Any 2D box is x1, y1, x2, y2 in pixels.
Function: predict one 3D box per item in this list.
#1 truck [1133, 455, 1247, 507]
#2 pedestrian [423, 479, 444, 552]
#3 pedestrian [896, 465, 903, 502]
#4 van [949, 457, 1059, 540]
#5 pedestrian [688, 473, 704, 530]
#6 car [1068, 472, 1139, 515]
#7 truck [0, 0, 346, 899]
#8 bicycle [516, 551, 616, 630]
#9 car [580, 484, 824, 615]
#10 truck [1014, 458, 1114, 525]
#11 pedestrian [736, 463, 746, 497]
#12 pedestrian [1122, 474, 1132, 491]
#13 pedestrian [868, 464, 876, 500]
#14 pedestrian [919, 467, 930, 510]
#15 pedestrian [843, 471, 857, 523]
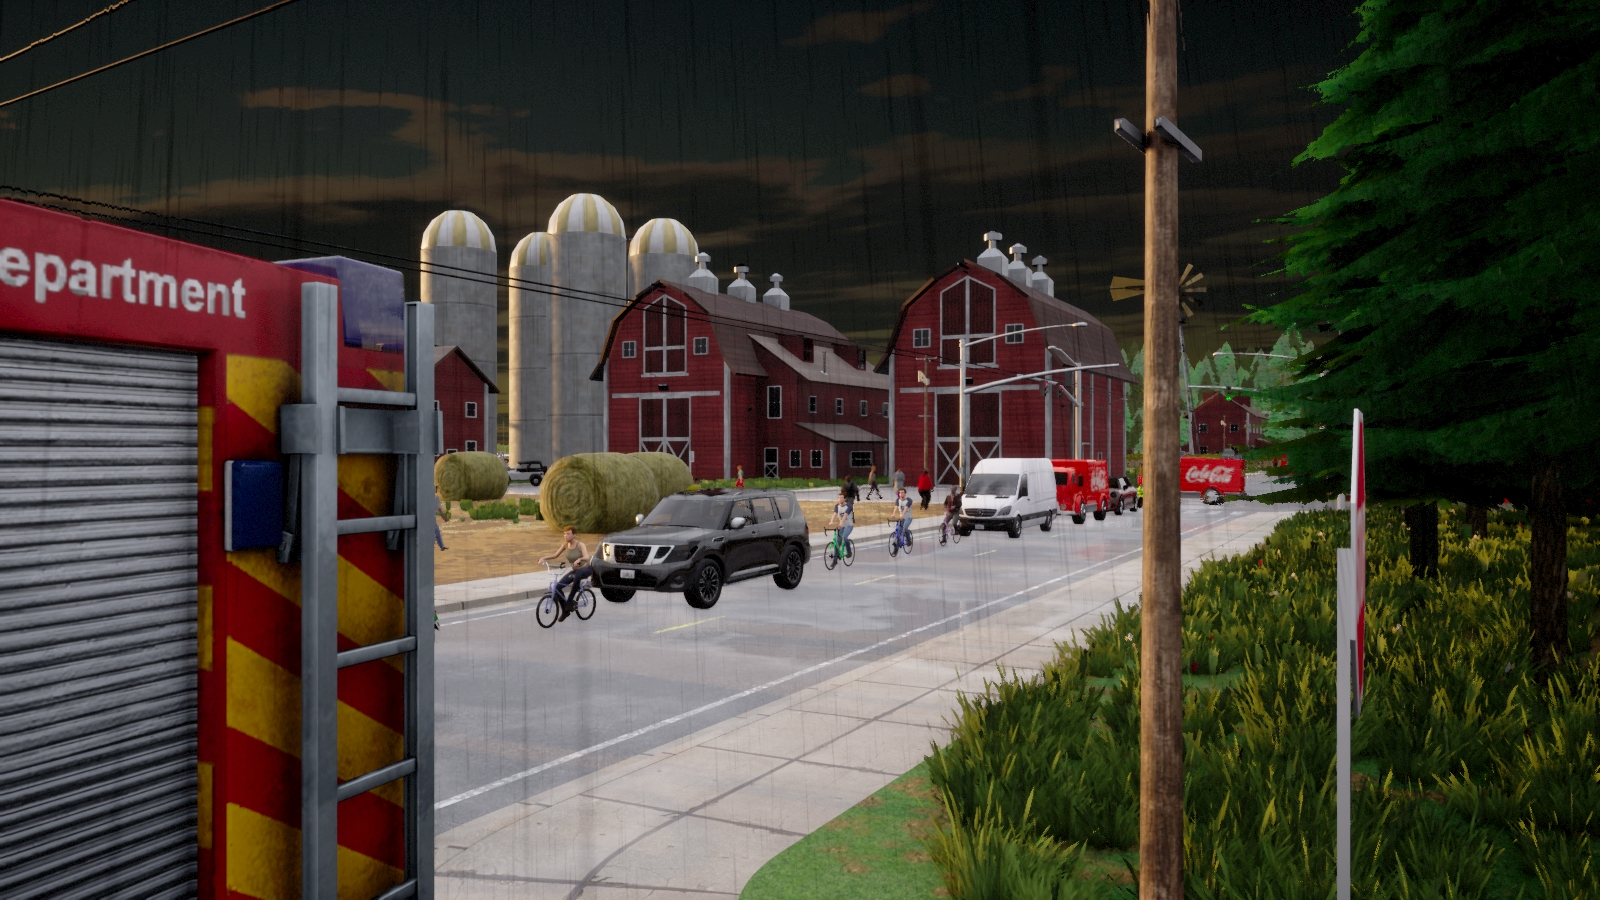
[{"bbox_3d":[20.172,1.572,59.108,5.204,2.467,2.627,1,0,27],"label":"truck"},{"bbox_3d":[-9.425,1.682,29.395,0.375,1.860,0.375,0,0,37],"label":"pedestrian"},{"bbox_3d":[4.994,1.671,57.279,0.375,1.860,0.375,0,0,4],"label":"pedestrian"},{"bbox_3d":[7.063,1.534,38.944,1.988,2.561,5.915,0,0,28],"label":"van"},{"bbox_3d":[-3.397,1.681,37.349,0.375,1.860,0.375,0,0,35],"label":"pedestrian"},{"bbox_3d":[13.653,1.903,51.218,2.097,1.767,4.553,0,0,28],"label":"car"},{"bbox_3d":[-5.967,0.867,3.811,8.468,3.827,2.891,0,0,20],"label":"truck"},{"bbox_3d":[-3.784,2.256,18.575,0.859,1.080,1.487,0,0,28],"label":"bicycle"},{"bbox_3d":[-1.716,1.779,22.423,2.150,2.045,5.566,0,0,27],"label":"car"},{"bbox_3d":[10.553,1.568,45.371,2.627,2.467,5.204,0,0,28],"label":"truck"},{"bbox_3d":[-3.299,1.670,63.948,0.375,1.860,0.375,0,0,26],"label":"pedestrian"},{"bbox_3d":[20.975,2.076,73.207,0.500,1.100,0.500,0,0,31],"label":"pedestrian"},{"bbox_3d":[3.737,1.668,59.136,0.375,1.860,0.375,0,0,15],"label":"pedestrian"},{"bbox_3d":[5.410,1.676,49.639,0.375,1.860,0.375,0,0,36],"label":"pedestrian"},{"bbox_3d":[1.782,1.684,40.976,0.375,1.860,0.375,0,0,29],"label":"pedestrian"}]
